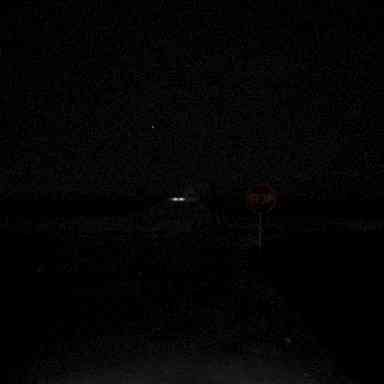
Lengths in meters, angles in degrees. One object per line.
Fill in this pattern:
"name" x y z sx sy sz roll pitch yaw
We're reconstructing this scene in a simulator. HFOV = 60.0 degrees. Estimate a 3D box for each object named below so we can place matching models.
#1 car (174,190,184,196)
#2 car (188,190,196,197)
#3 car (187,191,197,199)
"car" -2.772 0.201 70.902 1.994 1.385 4.181 0 1 0
"car" -0.023 0.397 75.918 1.812 1.442 4.674 0 1 0
"car" -0.020 0.592 65.882 2.128 1.511 4.902 0 1 0
